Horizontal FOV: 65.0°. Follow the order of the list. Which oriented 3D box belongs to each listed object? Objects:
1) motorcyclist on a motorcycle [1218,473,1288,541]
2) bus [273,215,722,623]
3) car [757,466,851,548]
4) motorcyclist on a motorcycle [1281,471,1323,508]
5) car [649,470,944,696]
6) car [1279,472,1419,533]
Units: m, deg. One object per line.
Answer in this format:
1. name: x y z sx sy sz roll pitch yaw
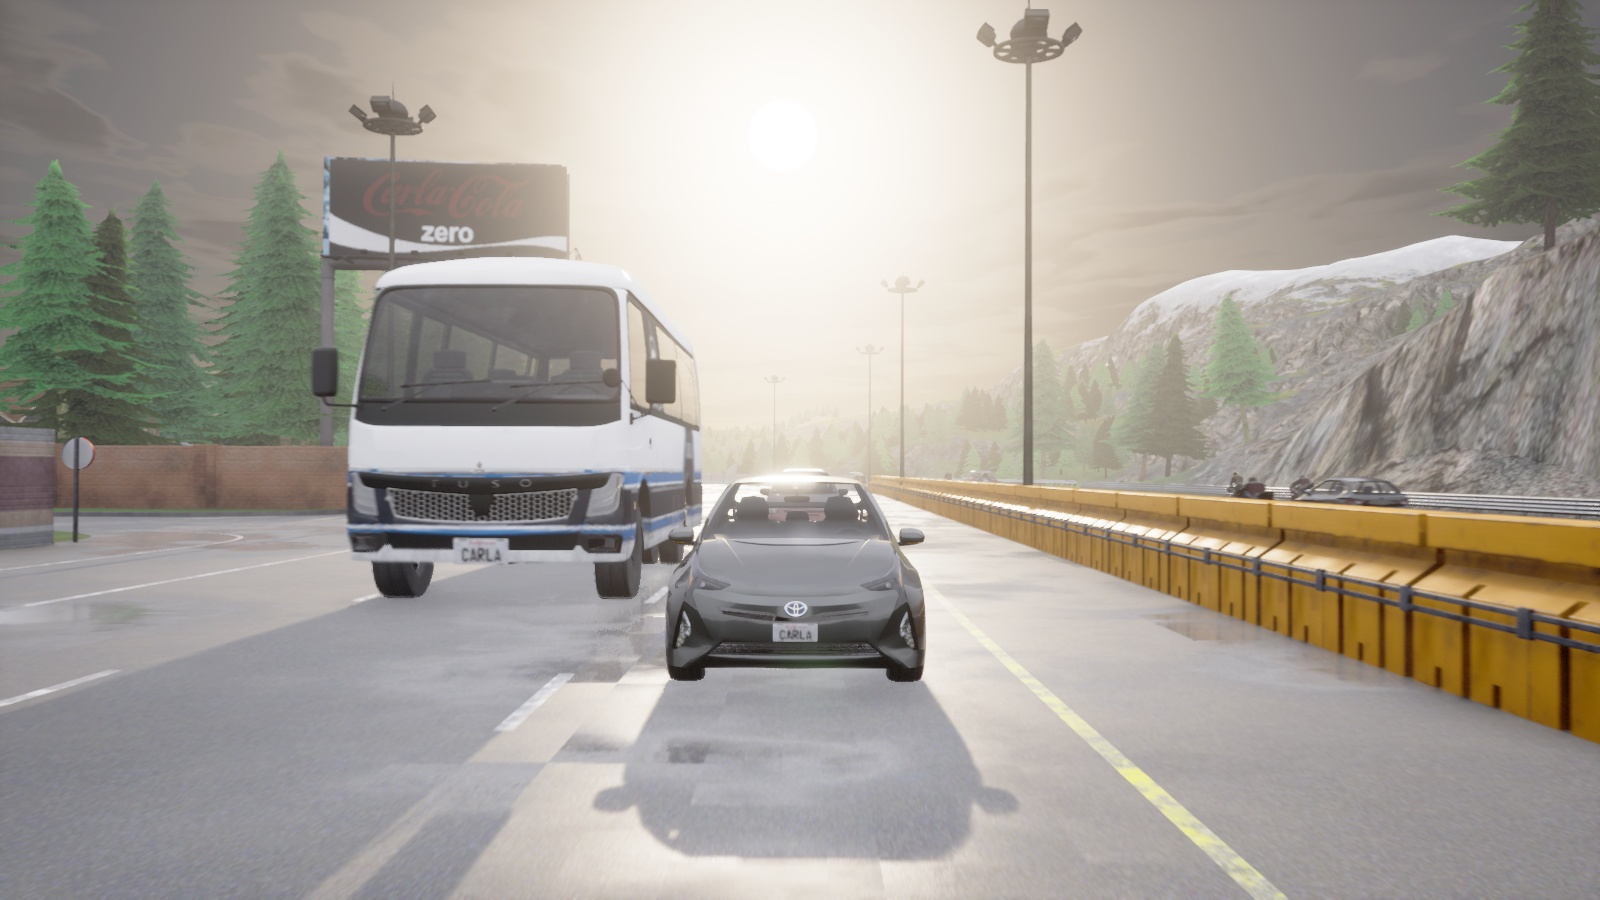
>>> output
1. motorcyclist on a motorcycle: 10.631 1.302 29.547 0.866 1.530 2.191 0 -1 1
2. bus: -3.490 -0.242 18.272 3.944 4.253 10.273 0 -1 1
3. car: 0.100 1.160 26.788 1.851 1.617 3.988 0 -1 0
4. motorcyclist on a motorcycle: 21.434 1.662 53.659 0.866 1.530 2.191 0 -1 -2
5. car: -0.020 0.943 10.807 2.007 1.525 4.514 0 -1 0
6. car: 14.162 1.318 32.670 1.816 1.474 4.193 0 -1 1
